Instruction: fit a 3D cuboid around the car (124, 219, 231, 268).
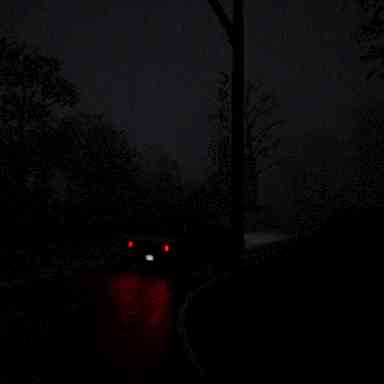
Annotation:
[{"bbox_3d":[-0.054,1.572,11.357,1.895,1.301,4.718,0,0,31],"label":"car"}]
